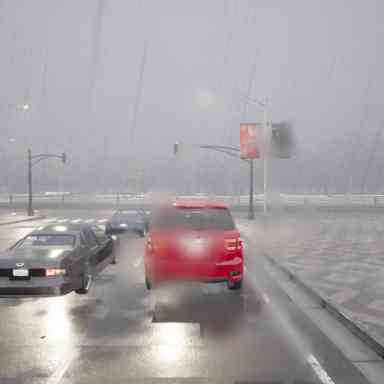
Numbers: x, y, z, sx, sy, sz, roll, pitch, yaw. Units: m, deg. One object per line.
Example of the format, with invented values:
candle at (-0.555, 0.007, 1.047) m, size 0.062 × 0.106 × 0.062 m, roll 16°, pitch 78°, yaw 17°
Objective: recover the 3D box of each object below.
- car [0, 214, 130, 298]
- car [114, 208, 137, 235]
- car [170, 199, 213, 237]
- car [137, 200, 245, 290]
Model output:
car at (-3.204, 1.542, 8.683) m, size 2.033 × 1.411 × 5.357 m, roll 0°, pitch 0°, yaw -1°
car at (-3.279, 1.554, 17.866) m, size 1.994 × 1.385 × 4.181 m, roll 0°, pitch 0°, yaw 0°
car at (-0.037, 1.341, 18.766) m, size 2.097 × 1.767 × 4.553 m, roll 0°, pitch 0°, yaw 0°
car at (0.038, 1.216, 9.176) m, size 2.150 × 2.045 × 5.566 m, roll 0°, pitch 0°, yaw -1°
